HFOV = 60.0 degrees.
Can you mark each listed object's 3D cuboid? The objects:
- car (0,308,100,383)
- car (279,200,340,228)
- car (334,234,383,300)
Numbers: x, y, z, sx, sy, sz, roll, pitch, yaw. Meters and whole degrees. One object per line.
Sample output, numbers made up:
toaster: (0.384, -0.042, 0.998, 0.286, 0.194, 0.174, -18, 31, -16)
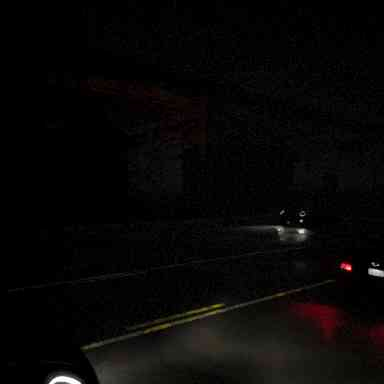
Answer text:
car: (-2.769, 1.352, 1.753, 4.553, 1.767, 2.097, 0, 0, -36)
car: (7.962, 1.350, 22.464, 4.553, 1.767, 2.097, 0, 0, -35)
car: (5.467, 1.547, 7.658, 5.357, 1.411, 2.033, 0, 0, -36)
